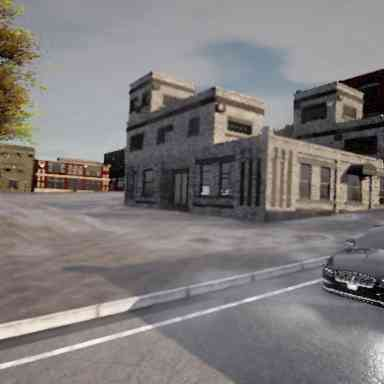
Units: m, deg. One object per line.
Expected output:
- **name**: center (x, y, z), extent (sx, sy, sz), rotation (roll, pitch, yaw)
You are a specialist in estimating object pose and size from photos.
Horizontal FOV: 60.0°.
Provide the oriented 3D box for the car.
- **car**: center (4.910, 1.446, 7.494), extent (4.892, 1.490, 1.837), rotation (-1, 1, -35)
